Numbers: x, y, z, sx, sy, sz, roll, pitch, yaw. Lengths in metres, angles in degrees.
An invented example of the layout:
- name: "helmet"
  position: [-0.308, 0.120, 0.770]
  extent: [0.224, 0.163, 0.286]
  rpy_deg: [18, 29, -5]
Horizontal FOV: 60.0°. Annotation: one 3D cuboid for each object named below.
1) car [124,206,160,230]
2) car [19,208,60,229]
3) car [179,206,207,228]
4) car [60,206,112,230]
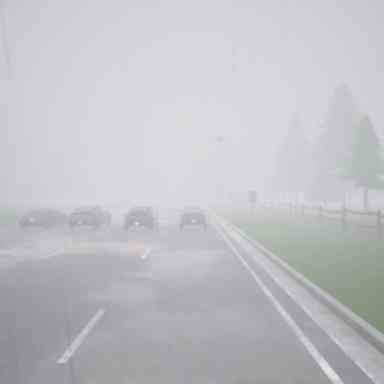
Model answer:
- name: "car"
  position: [-3.407, 1.718, 22.978]
  extent: [1.837, 1.490, 4.892]
  rpy_deg: [0, -1, 0]
- name: "car"
  position: [-10.406, 1.783, 23.582]
  extent: [1.994, 1.385, 4.181]
  rpy_deg: [0, -1, 0]
- name: "car"
  position: [0.079, 1.748, 23.954]
  extent: [1.812, 1.442, 4.674]
  rpy_deg: [0, -1, 0]
- name: "car"
  position: [-6.905, 1.704, 22.891]
  extent: [2.128, 1.511, 4.902]
  rpy_deg: [0, -1, 0]
